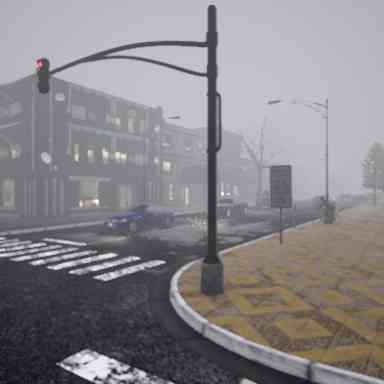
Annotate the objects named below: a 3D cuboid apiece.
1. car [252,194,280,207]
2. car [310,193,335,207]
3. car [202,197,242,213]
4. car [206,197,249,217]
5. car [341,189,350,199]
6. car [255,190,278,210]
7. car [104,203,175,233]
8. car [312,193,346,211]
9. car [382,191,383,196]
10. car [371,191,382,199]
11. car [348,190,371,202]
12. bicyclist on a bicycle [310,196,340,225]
[{"bbox_3d":[9.441,1.047,41.994,1.887,1.381,4.507,1,1,34],"label":"car"},{"bbox_3d":[16.571,0.942,42.093,1.837,1.490,4.892,0,1,34],"label":"car"},{"bbox_3d":[3.057,1.216,32.686,2.008,1.369,4.403,1,1,34],"label":"car"},{"bbox_3d":[3.006,1.199,27.782,1.882,1.535,5.008,0,1,34],"label":"car"},{"bbox_3d":[25.980,0.686,55.974,2.128,1.511,4.902,0,1,34],"label":"car"},{"bbox_3d":[8.935,0.790,36.512,2.150,2.045,5.566,0,1,34],"label":"car"},{"bbox_3d":[-2.856,1.399,19.128,1.812,1.442,4.674,0,1,36],"label":"car"},{"bbox_3d":[13.321,1.125,32.477,2.008,1.369,4.403,1,1,34],"label":"car"},{"bbox_3d":[44.903,0.329,79.247,1.947,1.339,4.313,1,1,34],"label":"car"},{"bbox_3d":[35.402,0.571,65.233,1.947,1.339,4.313,1,1,34],"label":"car"},{"bbox_3d":[25.902,0.794,51.219,1.887,1.381,4.507,1,1,34],"label":"car"},{"bbox_3d":[7.574,1.081,18.953,1.656,1.620,0.582,0,0,34],"label":"bicyclist on a bicycle"}]
